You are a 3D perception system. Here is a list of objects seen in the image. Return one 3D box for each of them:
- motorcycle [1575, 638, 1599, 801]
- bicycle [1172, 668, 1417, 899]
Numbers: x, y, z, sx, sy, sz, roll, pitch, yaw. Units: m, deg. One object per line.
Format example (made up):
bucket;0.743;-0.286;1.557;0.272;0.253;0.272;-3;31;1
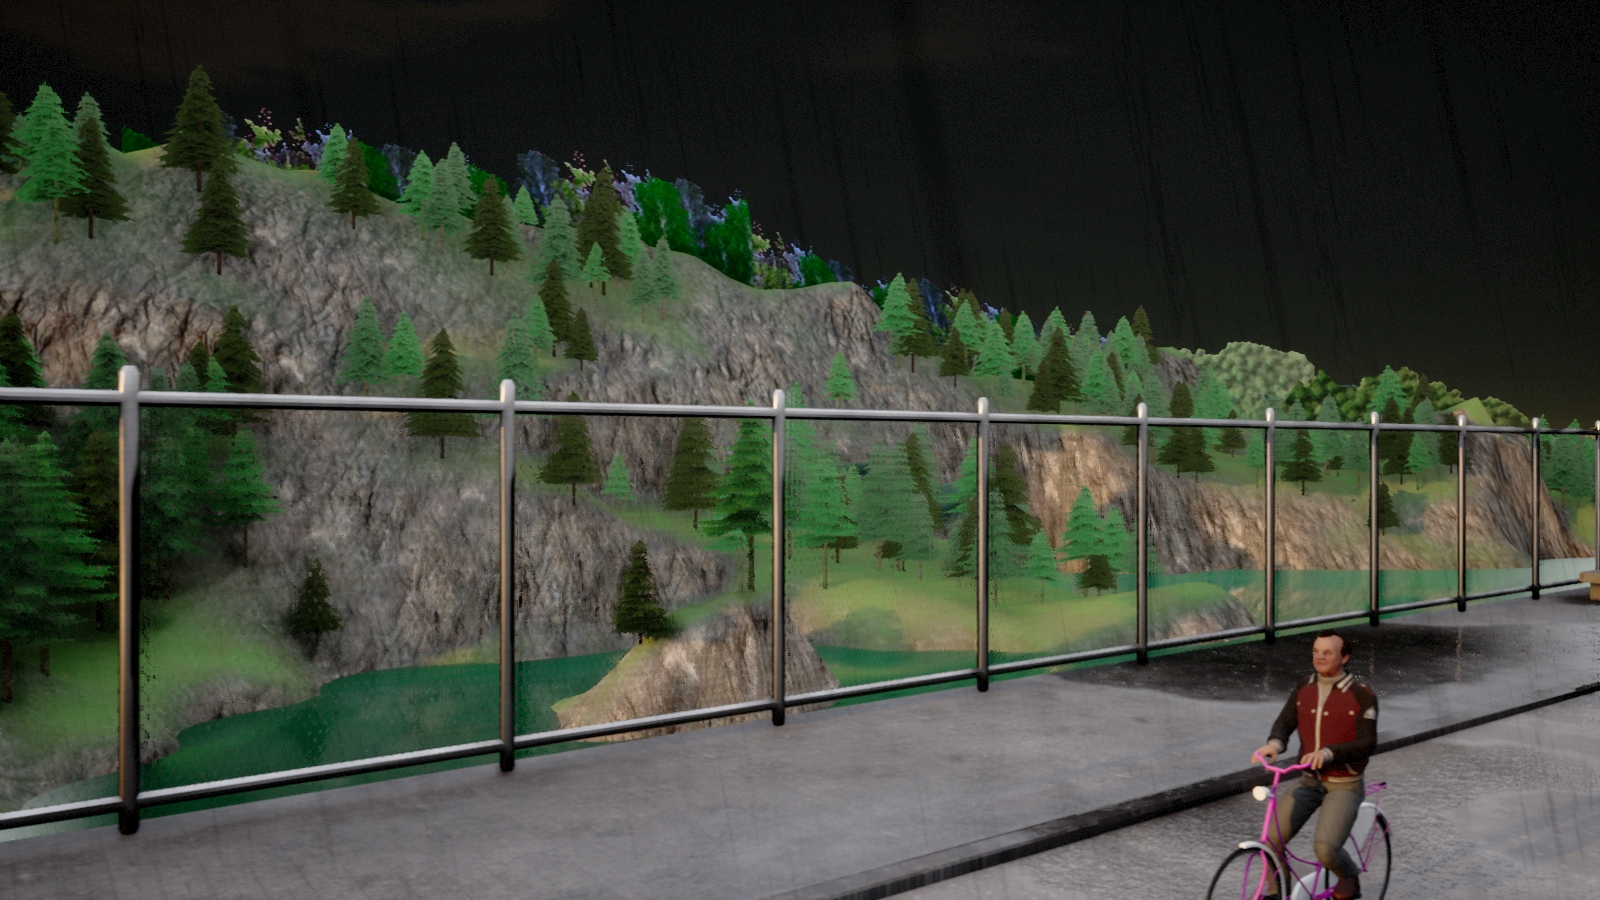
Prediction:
motorcycle;7.526;2.213;9.669;2.209;1.251;0.867;0;0;-35
bicycle;2.781;2.065;6.328;1.835;1.471;0.329;0;0;-35
